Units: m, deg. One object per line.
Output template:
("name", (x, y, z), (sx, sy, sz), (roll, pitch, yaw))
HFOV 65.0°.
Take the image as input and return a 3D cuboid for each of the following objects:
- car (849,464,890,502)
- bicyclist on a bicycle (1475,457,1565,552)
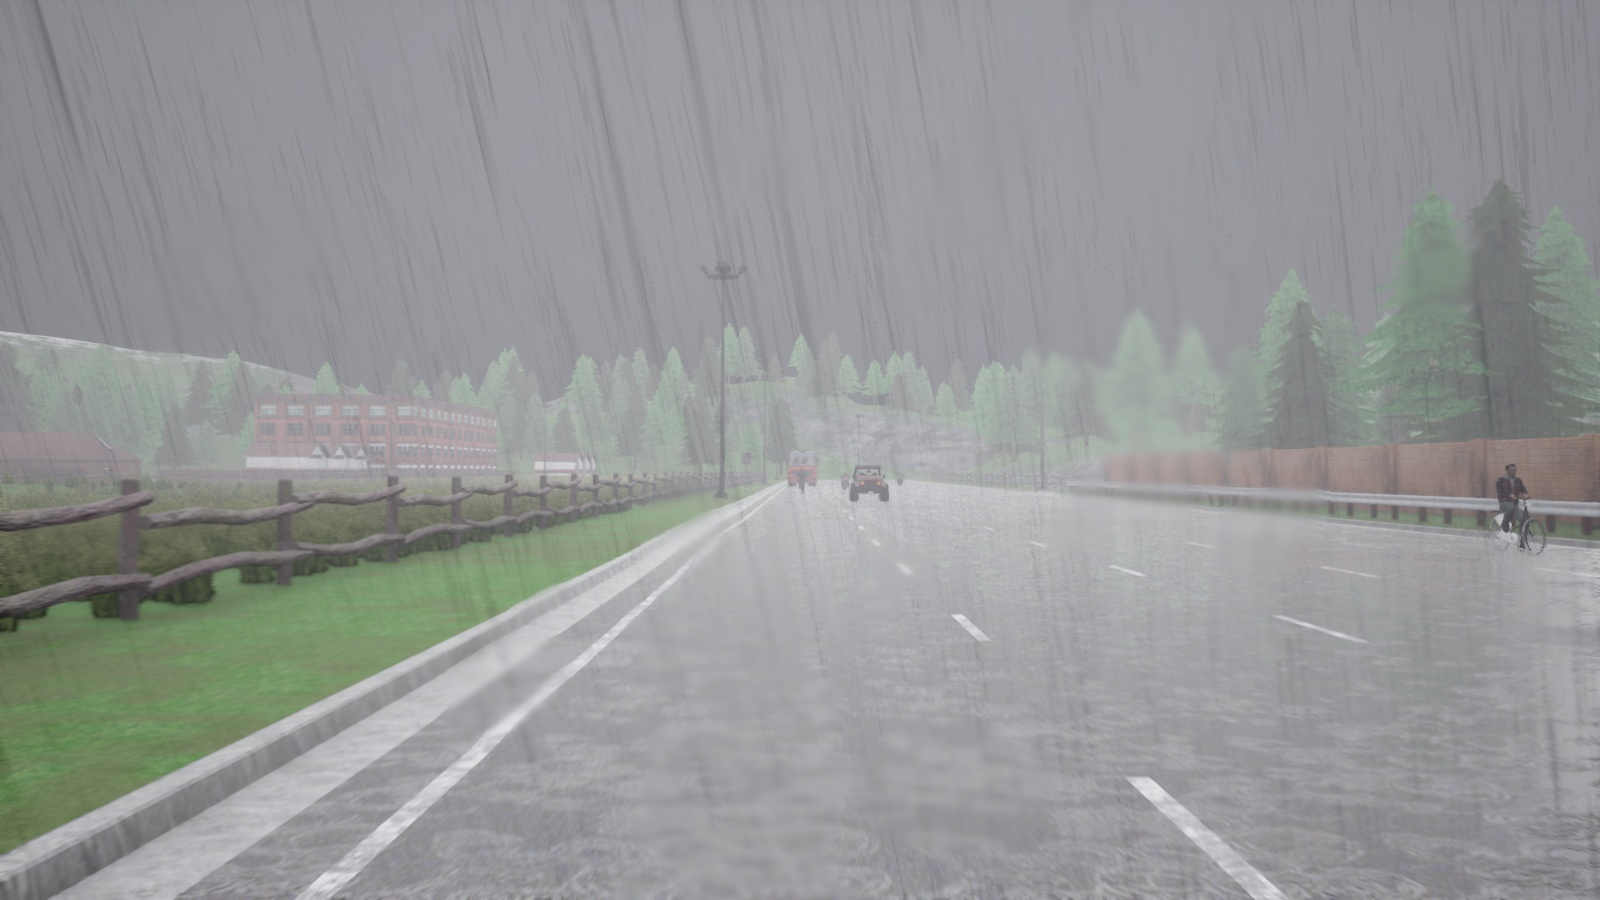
("car", (3.558, 1.676, 64.551), (1.905, 1.878, 3.866), (0, -1, 0))
("bicyclist on a bicycle", (13.942, 1.037, 24.363), (0.659, 1.776, 1.843), (0, -1, 0))
